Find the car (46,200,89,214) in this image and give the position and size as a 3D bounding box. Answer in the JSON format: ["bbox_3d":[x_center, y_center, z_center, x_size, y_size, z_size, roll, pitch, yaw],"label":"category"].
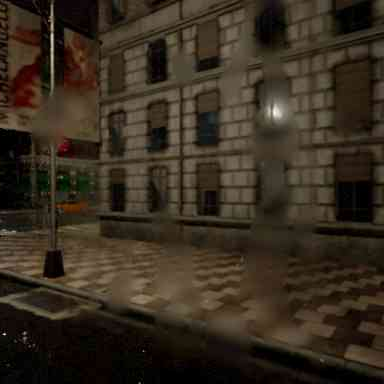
[{"bbox_3d":[-14.331,1.696,38.507,1.882,1.535,5.008,0,0,36],"label":"car"}]
